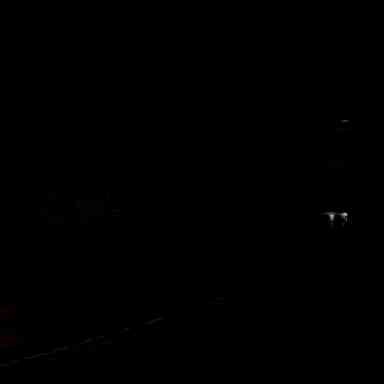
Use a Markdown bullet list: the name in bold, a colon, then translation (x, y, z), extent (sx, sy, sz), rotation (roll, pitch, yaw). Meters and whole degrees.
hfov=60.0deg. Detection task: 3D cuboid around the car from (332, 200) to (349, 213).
- **car**: translation (18.388, 1.687, 40.476), extent (1.812, 1.442, 4.674), rotation (0, -1, 35)
